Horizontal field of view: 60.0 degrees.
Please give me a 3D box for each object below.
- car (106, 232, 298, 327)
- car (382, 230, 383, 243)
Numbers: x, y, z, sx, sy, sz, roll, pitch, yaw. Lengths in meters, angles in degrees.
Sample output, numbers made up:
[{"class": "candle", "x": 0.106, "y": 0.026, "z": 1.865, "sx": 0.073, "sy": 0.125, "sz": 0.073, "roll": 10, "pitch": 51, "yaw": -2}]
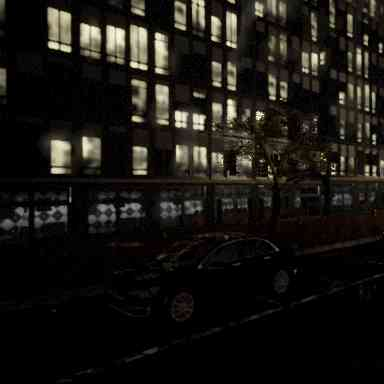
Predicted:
[{"class": "car", "x": 0.421, "y": 1.560, "z": 6.965, "sx": 4.403, "sy": 1.369, "sz": 2.008, "roll": 0, "pitch": -1, "yaw": -37}, {"class": "car", "x": 9.509, "y": 1.525, "z": 13.792, "sx": 4.403, "sy": 1.369, "sz": 2.008, "roll": 0, "pitch": -1, "yaw": -37}]
